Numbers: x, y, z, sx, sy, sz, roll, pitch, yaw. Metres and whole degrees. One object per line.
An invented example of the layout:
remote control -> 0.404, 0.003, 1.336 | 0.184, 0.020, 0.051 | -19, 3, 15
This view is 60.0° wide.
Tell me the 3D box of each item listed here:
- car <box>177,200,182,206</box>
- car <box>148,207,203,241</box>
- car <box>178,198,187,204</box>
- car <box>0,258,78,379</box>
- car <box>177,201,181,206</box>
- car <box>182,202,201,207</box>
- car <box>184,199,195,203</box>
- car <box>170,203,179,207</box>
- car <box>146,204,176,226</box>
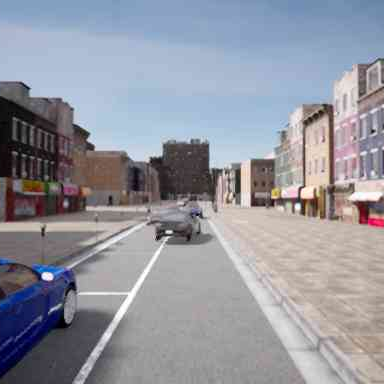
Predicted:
car -> -2.568, 2.085, 42.675 | 1.752, 1.417, 4.829 | 0, -1, 0
car -> -0.692, 1.746, 17.941 | 1.812, 1.442, 4.674 | 0, -1, 10
car -> -2.519, 2.570, 74.629 | 1.752, 1.417, 4.829 | 0, -1, 0
car -> -3.010, 1.527, 4.114 | 1.882, 1.535, 5.008 | 0, -1, 0
car -> -2.576, 2.028, 37.352 | 1.887, 1.381, 4.507 | 0, -1, 0
car -> 0.141, 2.052, 35.055 | 1.895, 1.301, 4.718 | 0, -1, 0
car -> 0.188, 2.163, 49.388 | 1.837, 1.490, 4.892 | 0, -1, 2
car -> -2.584, 1.951, 31.858 | 1.887, 1.381, 4.507 | 0, -1, 0
car -> -2.593, 1.882, 26.364 | 2.008, 1.369, 4.403 | 0, -1, 0
